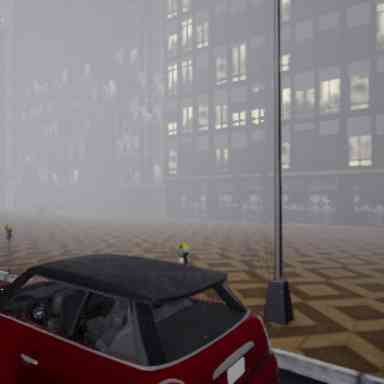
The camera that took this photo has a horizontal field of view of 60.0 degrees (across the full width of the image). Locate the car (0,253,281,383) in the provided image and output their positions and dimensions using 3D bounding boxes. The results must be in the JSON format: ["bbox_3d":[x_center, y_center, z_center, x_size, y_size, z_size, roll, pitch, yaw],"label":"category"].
[{"bbox_3d":[-1.232,1.441,3.758,4.097,1.590,1.967,0,0,35],"label":"car"}]
